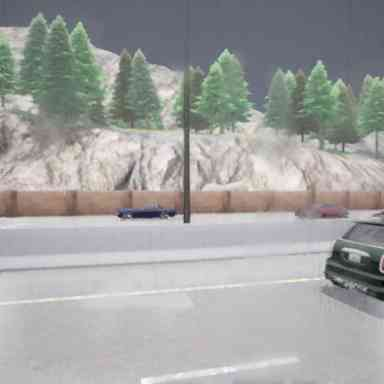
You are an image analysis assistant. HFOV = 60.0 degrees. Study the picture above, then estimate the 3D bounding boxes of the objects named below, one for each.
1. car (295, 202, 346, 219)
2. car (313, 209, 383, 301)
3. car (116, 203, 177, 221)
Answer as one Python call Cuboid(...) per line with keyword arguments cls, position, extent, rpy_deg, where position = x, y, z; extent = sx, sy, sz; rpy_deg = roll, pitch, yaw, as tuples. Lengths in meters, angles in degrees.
Cuboid(cls="car", position=(10.597, 1.547, 27.232), extent=(4.181, 1.385, 1.994), rpy_deg=(0, 0, -17))
Cuboid(cls="car", position=(5.325, 1.346, 7.269), extent=(4.553, 1.767, 2.097), rpy_deg=(0, 0, -15))
Cuboid(cls="car", position=(-3.726, 1.592, 26.761), extent=(4.718, 1.301, 1.895), rpy_deg=(0, 0, -15))
